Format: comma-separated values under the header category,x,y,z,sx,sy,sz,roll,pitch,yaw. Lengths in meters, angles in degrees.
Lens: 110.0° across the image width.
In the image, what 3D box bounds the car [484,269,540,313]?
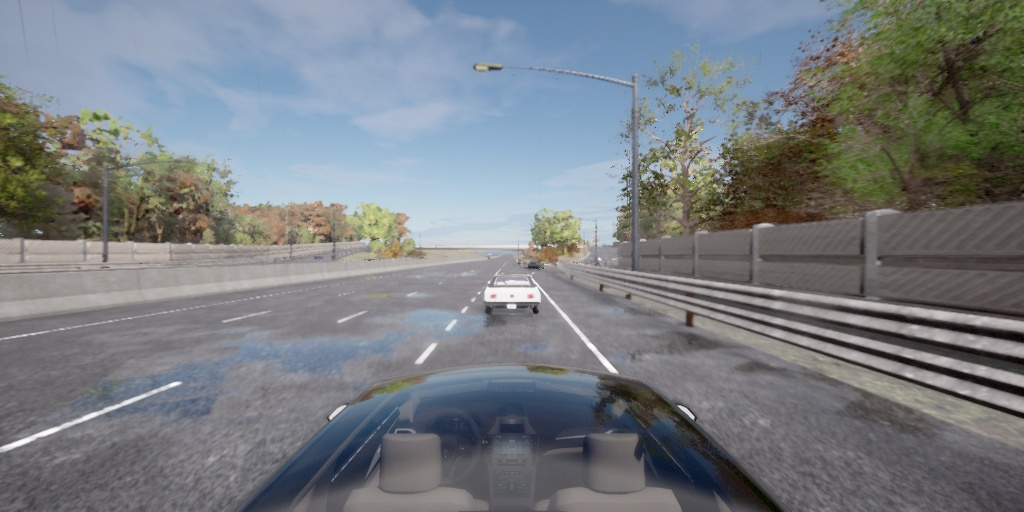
category,x,y,z,sx,sy,sz,roll,pitch,yaw
car,0.000,1.347,13.887,1.895,1.301,4.718,0,0,0

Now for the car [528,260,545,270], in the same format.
category,x,y,z,sx,sy,sz,roll,pitch,yaw
car,3.848,1.460,56.144,1.837,1.490,4.892,0,-2,17
